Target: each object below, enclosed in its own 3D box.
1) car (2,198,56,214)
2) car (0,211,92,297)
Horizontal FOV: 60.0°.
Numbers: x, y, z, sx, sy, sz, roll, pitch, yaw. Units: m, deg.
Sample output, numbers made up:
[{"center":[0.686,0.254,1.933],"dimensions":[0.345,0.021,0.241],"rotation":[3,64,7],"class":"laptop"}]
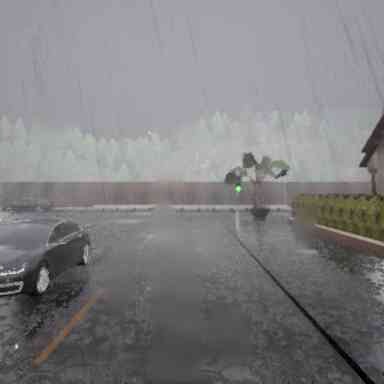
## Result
[{"center":[-16.039,1.323,32.782],"dimensions":[4.892,1.490,1.837],"rotation":[0,0,0],"class":"car"},{"center":[-4.047,1.458,8.537],"dimensions":[1.837,1.490,4.892],"rotation":[0,0,1],"class":"car"}]
